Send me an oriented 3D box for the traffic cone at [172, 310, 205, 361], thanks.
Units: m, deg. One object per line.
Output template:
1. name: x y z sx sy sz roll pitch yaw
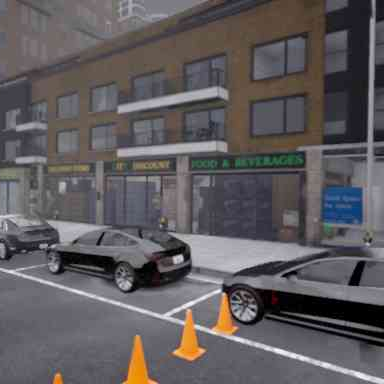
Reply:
1. traffic cone: -0.043 1.941 4.625 0.340 0.580 0.340 0 0 36

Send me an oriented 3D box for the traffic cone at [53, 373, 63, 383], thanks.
1. traffic cone: -1.211 1.940 3.002 0.340 0.580 0.340 0 0 36

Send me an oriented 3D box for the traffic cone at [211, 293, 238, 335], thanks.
1. traffic cone: 0.529 1.942 5.404 0.340 0.580 0.340 0 0 33

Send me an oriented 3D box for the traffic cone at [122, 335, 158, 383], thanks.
1. traffic cone: -0.627 1.941 3.814 0.340 0.580 0.340 0 0 36

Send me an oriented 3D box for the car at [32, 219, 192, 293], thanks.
1. car: -1.996 1.529 8.661 4.313 1.339 1.947 0 1 36

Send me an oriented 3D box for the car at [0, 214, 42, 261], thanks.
1. car: -6.529 1.480 11.925 4.403 1.369 2.008 0 1 36

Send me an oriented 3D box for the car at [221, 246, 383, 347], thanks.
1. car: 2.537 1.562 5.398 4.313 1.339 1.947 0 1 36
